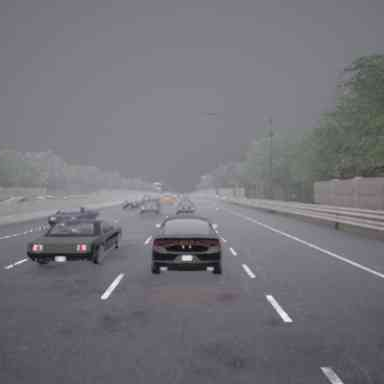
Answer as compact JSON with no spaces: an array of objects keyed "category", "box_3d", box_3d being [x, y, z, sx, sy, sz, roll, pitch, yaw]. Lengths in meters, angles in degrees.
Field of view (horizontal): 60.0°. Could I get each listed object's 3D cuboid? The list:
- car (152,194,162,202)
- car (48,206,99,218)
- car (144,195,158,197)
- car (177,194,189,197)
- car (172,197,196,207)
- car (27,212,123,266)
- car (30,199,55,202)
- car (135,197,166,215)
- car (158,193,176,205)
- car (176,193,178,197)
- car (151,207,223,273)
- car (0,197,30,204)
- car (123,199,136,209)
[{"category":"car","box_3d":[-8.501,1.412,81.801,2.097,1.767,4.553,0,0,-1]},{"category":"car","box_3d":[-7.366,1.555,21.267,1.895,1.301,4.718,0,0,-1]},{"category":"car","box_3d":[-8.121,1.388,61.667,2.097,1.767,4.553,0,0,-1]},{"category":"car","box_3d":[-1.125,1.552,61.865,2.128,1.511,4.902,0,0,-1]},{"category":"car","box_3d":[-0.587,1.538,33.075,2.033,1.411,5.357,0,0,-1]},{"category":"car","box_3d":[-3.680,1.570,11.439,1.895,1.301,4.718,0,0,-1]},{"category":"car","box_3d":[-18.307,1.518,42.348,1.994,1.385,4.181,0,0,-1]},{"category":"car","box_3d":[-4.101,1.528,33.909,2.033,1.411,5.357,0,0,-1]},{"category":"car","box_3d":[-4.624,1.400,61.732,2.097,1.767,4.553,0,0,-1]},{"category":"car","box_3d":[-4.928,1.567,77.910,1.837,1.490,4.892,0,0,-1]},{"category":"car","box_3d":[-0.164,1.461,10.606,1.882,1.535,5.008,0,0,-1]},{"category":"car","box_3d":[-21.798,1.418,41.604,1.882,1.535,5.008,0,0,-1]},{"category":"car","box_3d":[-7.787,1.594,43.750,1.895,1.301,4.718,0,0,-1]}]
